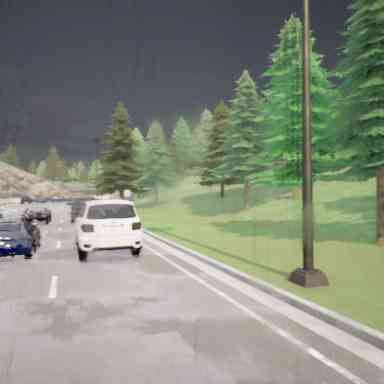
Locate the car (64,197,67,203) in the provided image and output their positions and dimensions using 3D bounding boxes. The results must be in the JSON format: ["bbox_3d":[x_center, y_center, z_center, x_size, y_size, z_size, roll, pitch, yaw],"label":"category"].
[{"bbox_3d":[-32.634,2.122,88.987,1.812,1.442,4.674,0,0,-21],"label":"car"}]

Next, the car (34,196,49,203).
[{"bbox_3d":[-39.410,2.225,87.106,2.033,1.411,5.357,0,0,-21],"label":"car"}]

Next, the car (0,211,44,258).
[{"bbox_3d":[-7.076,1.692,12.893,1.994,1.385,4.181,0,0,-20],"label":"car"}]

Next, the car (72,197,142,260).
[{"bbox_3d":[-3.487,1.319,13.265,2.150,2.045,5.566,0,0,-21],"label":"car"}]

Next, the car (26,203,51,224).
[{"bbox_3d":[-12.370,1.844,26.655,1.895,1.301,4.718,0,0,-20],"label":"car"}]

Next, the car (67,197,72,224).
[{"bbox_3d":[-8.871,1.436,27.269,2.150,2.045,5.566,0,0,-21],"label":"car"}]

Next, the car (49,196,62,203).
[{"bbox_3d":[-36.039,2.168,88.092,1.812,1.442,4.674,0,0,-21],"label":"car"}]
